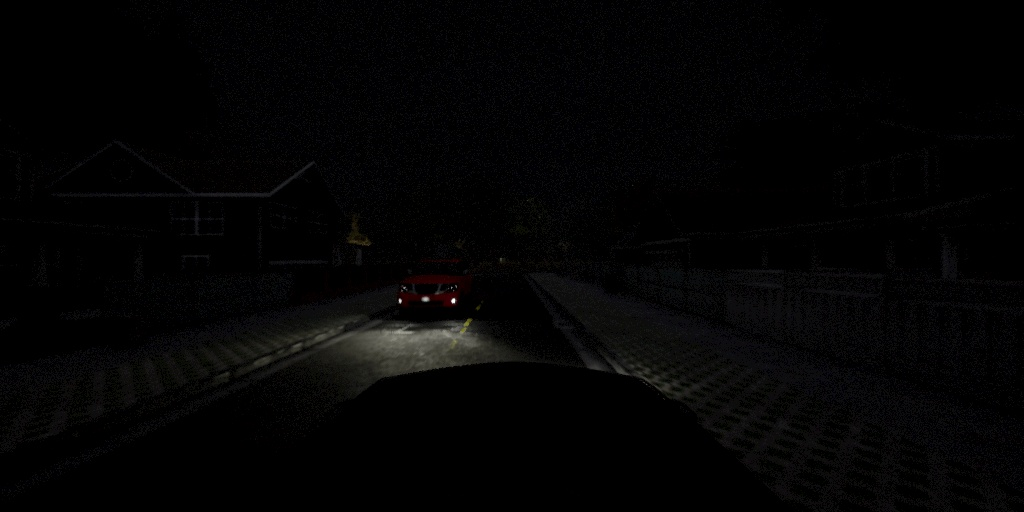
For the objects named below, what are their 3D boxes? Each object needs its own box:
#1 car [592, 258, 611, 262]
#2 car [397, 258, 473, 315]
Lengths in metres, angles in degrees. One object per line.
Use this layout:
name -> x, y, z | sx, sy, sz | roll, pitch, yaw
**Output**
car -> 14.840, 1.303, 55.354 | 5.566, 2.045, 2.150 | 0, 0, -23
car -> -2.854, 1.088, 14.603 | 2.150, 2.045, 5.566 | 0, -1, 0
